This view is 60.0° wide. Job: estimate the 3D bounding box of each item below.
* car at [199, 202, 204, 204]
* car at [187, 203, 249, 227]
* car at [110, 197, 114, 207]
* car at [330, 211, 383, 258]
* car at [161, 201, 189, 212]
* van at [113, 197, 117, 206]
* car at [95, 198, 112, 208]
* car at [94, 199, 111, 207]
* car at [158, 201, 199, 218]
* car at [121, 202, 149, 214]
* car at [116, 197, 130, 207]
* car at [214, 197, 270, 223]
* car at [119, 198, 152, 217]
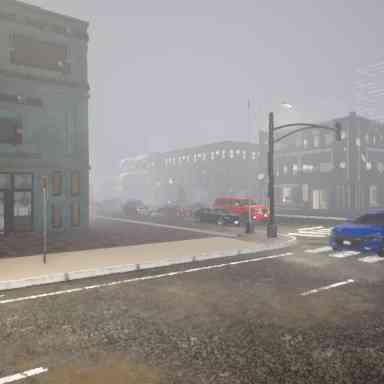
[{"bbox_3d":[0.775,1.903,41.643,1.802,1.307,4.206,-2,0,-35],"label":"car"},{"bbox_3d":[1.878,1.814,25.404,1.947,1.339,4.313,-1,0,-35],"label":"car"},{"bbox_3d":[-15.254,1.939,64.207,2.192,1.841,5.009,-1,0,-35],"label":"car"},{"bbox_3d":[7.377,1.476,12.926,5.008,1.535,1.882,0,0,-35],"label":"car"},{"bbox_3d":[-2.429,1.965,46.155,1.802,1.307,4.206,-2,0,-35],"label":"car"},{"bbox_3d":[-12.049,1.906,59.694,1.690,1.788,3.998,-1,0,-35],"label":"van"},{"bbox_3d":[-17.429,2.252,62.820,1.895,1.301,4.718,-1,0,-35],"label":"car"},{"bbox_3d":[-18.453,2.227,68.720,1.887,1.381,4.507,-1,0,-35],"label":"car"},{"bbox_3d":[-1.718,1.937,35.168,1.895,1.301,4.718,-1,0,-35],"label":"car"},{"bbox_3d":[-7.432,2.011,43.235,1.994,1.385,4.181,-1,0,-35],"label":"car"},{"bbox_3d":[-9.422,1.854,51.536,2.097,1.767,4.553,-1,0,-35],"label":"car"},{"bbox_3d":[3.933,1.445,27.199,2.150,2.045,5.566,-1,0,-35],"label":"car"},{"bbox_3d":[-6.060,1.846,36.788,1.967,1.590,4.097,-1,0,-35],"label":"car"}]
